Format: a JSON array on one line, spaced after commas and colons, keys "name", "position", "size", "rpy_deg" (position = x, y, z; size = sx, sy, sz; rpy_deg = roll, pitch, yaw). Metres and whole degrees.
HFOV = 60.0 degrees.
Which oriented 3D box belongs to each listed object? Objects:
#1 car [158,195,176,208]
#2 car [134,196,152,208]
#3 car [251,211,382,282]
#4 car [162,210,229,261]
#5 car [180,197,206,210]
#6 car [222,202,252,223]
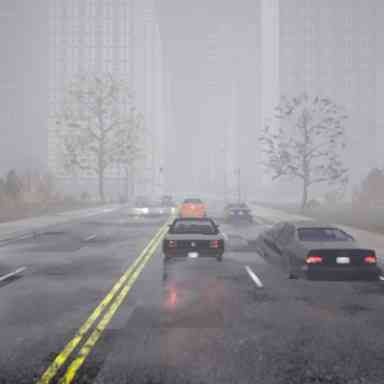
[{"name": "car", "position": [-3.328, 1.159, 45.137], "size": [2.097, 1.767, 4.553], "rpy_deg": [0, 0, 0]}, {"name": "car", "position": [-6.579, 1.302, 44.847], "size": [2.128, 1.511, 4.902], "rpy_deg": [0, 0, 0]}, {"name": "car", "position": [3.287, 1.512, 9.705], "size": [2.033, 1.411, 5.357], "rpy_deg": [0, 0, 0]}, {"name": "car", "position": [0.059, 1.556, 11.998], "size": [1.895, 1.301, 4.718], "rpy_deg": [0, 0, 0]}, {"name": "car", "position": [0.061, 1.238, 28.179], "size": [2.097, 1.767, 4.553], "rpy_deg": [0, 0, 0]}, {"name": "car", "position": [3.286, 1.450, 24.700], "size": [2.033, 1.411, 5.357], "rpy_deg": [0, 0, 1]}]
